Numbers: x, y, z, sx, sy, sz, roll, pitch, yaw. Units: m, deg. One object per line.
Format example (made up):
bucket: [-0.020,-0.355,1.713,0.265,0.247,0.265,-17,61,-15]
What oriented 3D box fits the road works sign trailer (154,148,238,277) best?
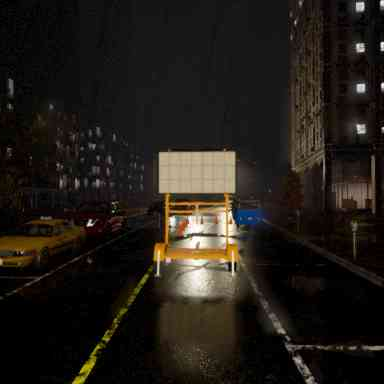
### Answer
road works sign trailer: [0.162,0.468,10.247,2.380,3.560,2.880,0,0,3]

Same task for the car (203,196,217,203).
car: [3.690,1.621,73.107,1.947,1.339,4.313,1,0,14]

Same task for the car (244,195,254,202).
car: [13.462,1.462,78.836,1.967,1.590,4.097,1,0,16]

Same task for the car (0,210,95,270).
car: [-5.052,1.533,11.220,1.752,1.417,4.829,1,0,2]

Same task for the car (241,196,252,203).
car: [12.011,1.584,73.337,1.947,1.339,4.313,1,0,14]

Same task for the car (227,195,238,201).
car: [10.802,1.607,89.333,2.033,1.411,5.357,0,0,17]

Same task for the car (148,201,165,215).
car: [-3.287,1.590,34.167,1.947,1.339,4.313,1,0,6]

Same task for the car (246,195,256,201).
car: [14.997,1.570,84.266,1.887,1.381,4.507,1,0,17]

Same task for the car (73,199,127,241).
car: [-4.762,1.327,17.049,2.192,1.841,5.009,1,0,3]

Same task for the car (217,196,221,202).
car: [5.007,1.587,78.270,1.752,1.417,4.829,1,0,15]

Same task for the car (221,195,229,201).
car: [8.035,1.624,88.976,2.008,1.369,4.403,1,0,17]

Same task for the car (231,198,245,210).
car: [6.273,1.532,45.122,1.752,1.417,4.829,1,0,9]

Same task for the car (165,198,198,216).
car: [-0.922,1.370,32.813,2.097,1.767,4.553,0,0,7]

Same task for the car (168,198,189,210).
car: [-1.785,1.597,45.469,1.947,1.339,4.313,1,0,9]

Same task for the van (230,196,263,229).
van: [3.573,1.345,21.545,1.690,1.788,3.998,1,0,4]

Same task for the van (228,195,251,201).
van: [4.070,1.346,27.387,1.690,1.788,3.998,1,0,6]
